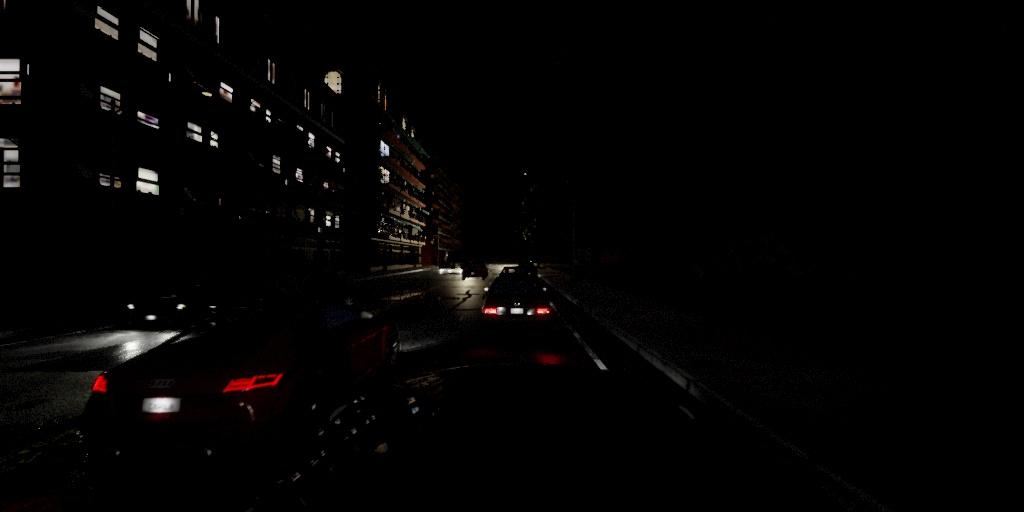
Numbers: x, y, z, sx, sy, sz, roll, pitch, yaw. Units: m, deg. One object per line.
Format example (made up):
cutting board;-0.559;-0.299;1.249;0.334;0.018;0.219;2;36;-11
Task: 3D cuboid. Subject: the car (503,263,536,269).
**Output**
car;0.109;1.300;21.033;2.033;1.411;5.357;0;0;0

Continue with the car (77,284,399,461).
car;-3.150;1.314;5.229;1.994;1.385;4.181;0;0;0

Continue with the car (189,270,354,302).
car;-6.593;1.229;10.936;1.882;1.535;5.008;0;0;0

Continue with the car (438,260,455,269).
car;-9.815;1.317;54.216;1.994;1.385;4.181;0;0;0

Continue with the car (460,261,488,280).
car;-3.135;1.232;31.010;1.882;1.535;5.008;0;0;0

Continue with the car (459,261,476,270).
car;-6.571;1.354;53.220;1.895;1.301;4.718;0;0;0

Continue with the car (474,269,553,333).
car;0.107;1.299;10.672;2.033;1.411;5.357;0;0;0

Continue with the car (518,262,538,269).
car;1.152;1.259;30.801;1.837;1.490;4.892;0;0;0

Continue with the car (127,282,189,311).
car;-9.845;1.299;12.441;2.033;1.411;5.357;0;0;0
